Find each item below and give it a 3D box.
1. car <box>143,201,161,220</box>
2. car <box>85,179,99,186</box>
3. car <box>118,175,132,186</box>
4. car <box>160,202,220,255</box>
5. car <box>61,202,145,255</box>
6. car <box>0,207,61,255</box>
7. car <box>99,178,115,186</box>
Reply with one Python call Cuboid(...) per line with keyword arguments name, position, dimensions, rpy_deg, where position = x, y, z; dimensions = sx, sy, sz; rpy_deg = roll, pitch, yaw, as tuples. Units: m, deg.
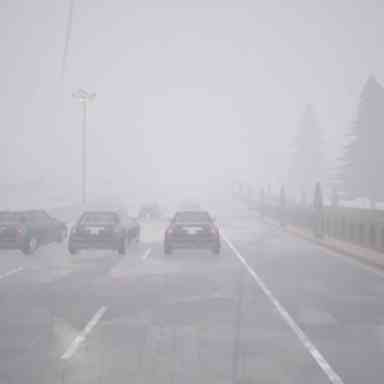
Cuboid(name="car", position=(-3.571, 1.563, 29.292), dimensions=(1.837, 1.490, 4.892), rpy_deg=(0, 2, 0))
Cuboid(name="car", position=(-21.299, -2.083, 71.154), dimensions=(1.895, 1.301, 4.718), rpy_deg=(0, 6, 0))
Cuboid(name="car", position=(-14.299, -2.450, 71.152), dimensions=(2.150, 2.045, 5.566), rpy_deg=(0, 6, 0))
Cuboid(name="car", position=(0.003, 1.482, 14.091), dimensions=(2.097, 1.767, 4.553), rpy_deg=(0, -1, 0))
Cuboid(name="car", position=(-3.497, 1.482, 14.089), dimensions=(2.097, 1.767, 4.553), rpy_deg=(0, -1, 0))
Cuboid(name="car", position=(-6.997, 1.482, 14.087), dimensions=(2.097, 1.767, 4.553), rpy_deg=(0, -1, 0))
Cuboid(name="car", position=(-17.799, -2.202, 71.190), dimensions=(1.882, 1.535, 5.008), rpy_deg=(0, 6, 0))
